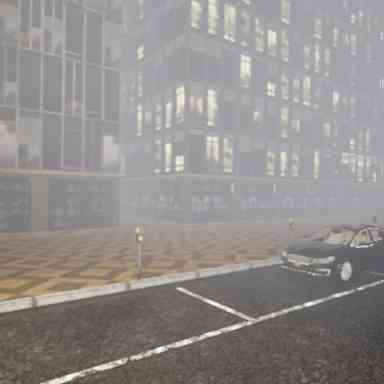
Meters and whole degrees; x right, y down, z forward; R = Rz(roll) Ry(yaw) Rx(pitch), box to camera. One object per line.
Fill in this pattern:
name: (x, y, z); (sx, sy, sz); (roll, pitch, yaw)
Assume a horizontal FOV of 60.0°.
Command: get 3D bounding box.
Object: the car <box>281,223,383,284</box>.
car: (4.474, 1.629, 9.751); (4.403, 1.369, 2.008); (1, 0, -36)
